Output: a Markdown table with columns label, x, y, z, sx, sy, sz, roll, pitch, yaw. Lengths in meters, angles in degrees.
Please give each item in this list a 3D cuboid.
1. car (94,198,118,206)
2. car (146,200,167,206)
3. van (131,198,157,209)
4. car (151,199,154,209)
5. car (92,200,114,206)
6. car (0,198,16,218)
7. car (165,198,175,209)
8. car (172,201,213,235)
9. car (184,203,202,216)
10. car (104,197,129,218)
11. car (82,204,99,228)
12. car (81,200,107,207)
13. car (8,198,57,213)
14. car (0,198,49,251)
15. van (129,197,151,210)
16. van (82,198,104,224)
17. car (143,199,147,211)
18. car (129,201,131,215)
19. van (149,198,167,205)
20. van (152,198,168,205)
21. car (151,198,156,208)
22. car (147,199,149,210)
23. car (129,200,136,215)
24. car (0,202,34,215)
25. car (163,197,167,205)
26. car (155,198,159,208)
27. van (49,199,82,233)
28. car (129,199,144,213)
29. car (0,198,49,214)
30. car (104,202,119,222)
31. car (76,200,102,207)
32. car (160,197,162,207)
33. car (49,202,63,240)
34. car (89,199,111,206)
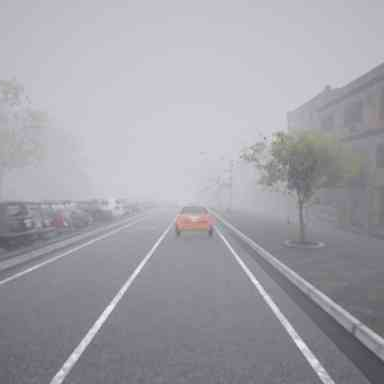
| label | x | y | z | sx | sy | sz | roll | pitch | yaw |
| --- | --- | --- | --- | --- | --- | --- | --- | --- | --- |
| car | -21.952 | 2.438 | 84.975 | 5.566 | 2.045 | 2.435 | 0 | -1 | 0 |
| car | -8.837 | 2.652 | 82.680 | 4.892 | 1.521 | 2.231 | 0 | -1 | 0 |
| van | -8.720 | 2.059 | 60.260 | 4.442 | 1.987 | 1.878 | 0 | -1 | 0 |
| car | -8.805 | 2.177 | 51.848 | 4.792 | 1.488 | 2.163 | 0 | -1 | 0 |
| car | -21.894 | 2.674 | 82.195 | 4.792 | 1.488 | 2.163 | 0 | -1 | 0 |
| car | -21.881 | 1.630 | 34.861 | 5.566 | 2.045 | 2.435 | 0 | -1 | 0 |
| car | -3.231 | 2.319 | 59.208 | 1.812 | 1.442 | 4.674 | 0 | -1 | 1 |
| car | 0.122 | 1.575 | 20.439 | 2.097 | 1.767 | 4.553 | 0 | -1 | 0 |
| car | 0.143 | 2.037 | 40.149 | 2.033 | 1.411 | 5.357 | 0 | -1 | 0 |
| car | -8.856 | 1.556 | 29.431 | 5.566 | 2.045 | 2.435 | 0 | -1 | 0 |
| car | -8.821 | 1.698 | 21.019 | 4.892 | 1.521 | 2.231 | 0 | -1 | 0 |
| car | -21.735 | 2.505 | 73.870 | 5.366 | 1.575 | 1.946 | 0 | -1 | 0 |
| car | -21.884 | 1.799 | 45.877 | 5.566 | 2.045 | 2.435 | 0 | -1 | 0 |
| car | -8.859 | 1.339 | 12.613 | 5.566 | 2.045 | 2.435 | 0 | -1 | 0 |
| van | -8.717 | 1.875 | 49.049 | 4.442 | 1.987 | 1.878 | 0 | -1 | 0 |
| van | -8.943 | 1.508 | 23.824 | 4.442 | 1.987 | 1.878 | 0 | -1 | 0 |
| car | -9.017 | 2.007 | 43.439 | 5.366 | 1.575 | 1.946 | 0 | -1 | 0 |
| car | -8.824 | 1.845 | 32.235 | 4.892 | 1.521 | 2.231 | 0 | -1 | 0 |
| van | -8.961 | 2.517 | 88.290 | 4.442 | 1.987 | 1.878 | 0 | -1 | 0 |
| van | -8.963 | 2.608 | 93.894 | 4.442 | 1.987 | 1.878 | 0 | -1 | 0 |
| car | -8.806 | 2.222 | 54.651 | 4.792 | 1.488 | 2.163 | 0 | -1 | 0 |
| car | -8.862 | 2.085 | 46.242 | 4.792 | 1.488 | 2.163 | 0 | -1 | 0 |
| car | -8.800 | 1.912 | 35.032 | 4.792 | 1.488 | 2.163 | 0 | -1 | 0 |
| car | -21.908 | 2.002 | 40.304 | 4.674 | 1.452 | 2.002 | 0 | -1 | 0 |
| car | -8.811 | 2.216 | 71.472 | 5.566 | 2.045 | 2.435 | 0 | -1 | 0 |
| car | -8.831 | 2.238 | 57.454 | 5.008 | 1.535 | 2.097 | 0 | -1 | 0 |
| van | -8.711 | 1.434 | 18.218 | 4.442 | 1.987 | 1.878 | 0 | -1 | 0 |
| car | -8.826 | 1.965 | 40.640 | 5.008 | 1.535 | 2.097 | 0 | -1 | 0 |
| car | -21.882 | 1.756 | 43.216 | 5.566 | 2.045 | 2.435 | 0 | -1 | 0 |
| car | -8.822 | 1.770 | 26.624 | 5.008 | 1.535 | 2.097 | 0 | -1 | 0 |
| car | -21.925 | 2.464 | 71.093 | 4.892 | 1.521 | 2.231 | 0 | -1 | 0 |
| car | -8.807 | 2.250 | 65.864 | 4.553 | 1.767 | 2.185 | 0 | -1 | 0 |
| car | -8.797 | 1.498 | 15.412 | 4.553 | 1.767 | 2.185 | 0 | -1 | 0 |
| car | -21.953 | 2.473 | 79.421 | 4.553 | 1.767 | 2.185 | 0 | -1 | 0 |
